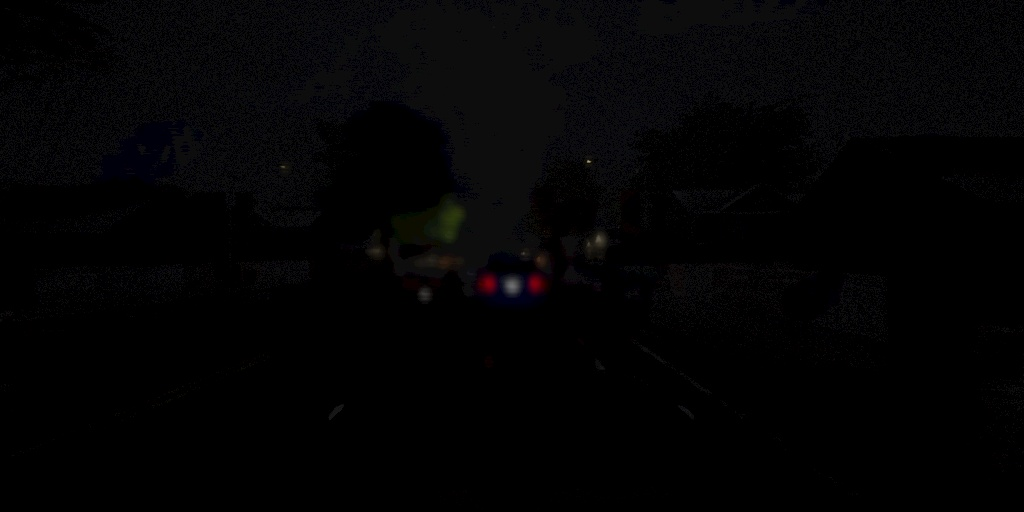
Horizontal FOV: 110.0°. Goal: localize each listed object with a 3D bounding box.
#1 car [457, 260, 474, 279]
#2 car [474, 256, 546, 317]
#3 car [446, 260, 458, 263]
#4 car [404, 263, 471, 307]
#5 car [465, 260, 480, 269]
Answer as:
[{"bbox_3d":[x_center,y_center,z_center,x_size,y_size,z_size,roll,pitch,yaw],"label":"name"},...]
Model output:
[{"bbox_3d":[-3.191,1.294,30.770,1.882,1.535,5.008,0,0,0],"label":"car"},{"bbox_3d":[0.036,1.000,13.475,2.150,2.045,5.566,0,0,0],"label":"car"},{"bbox_3d":[-9.793,1.360,59.722,1.882,1.535,5.008,0,0,1],"label":"car"},{"bbox_3d":[-3.194,1.260,15.724,1.882,1.535,5.008,0,0,0],"label":"car"},{"bbox_3d":[-6.544,1.387,59.740,1.837,1.490,4.892,0,0,1],"label":"car"}]
